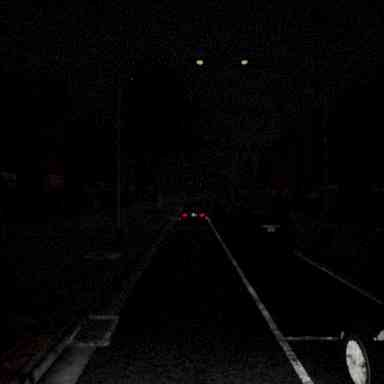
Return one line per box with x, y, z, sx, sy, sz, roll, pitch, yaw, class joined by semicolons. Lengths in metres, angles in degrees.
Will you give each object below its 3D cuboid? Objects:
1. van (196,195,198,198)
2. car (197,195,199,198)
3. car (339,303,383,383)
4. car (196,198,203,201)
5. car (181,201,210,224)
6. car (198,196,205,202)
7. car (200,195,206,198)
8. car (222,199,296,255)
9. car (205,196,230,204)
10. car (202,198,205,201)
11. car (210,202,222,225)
2.651;1.658;85.521;1.690;1.788;3.998;1;0;0;van
2.648;1.817;68.899;1.947;1.339;4.313;1;0;0;car
2.647;1.562;2.409;2.008;1.369;4.403;1;0;0;car
0.100;1.755;41.824;1.895;1.301;4.718;0;0;0;car
0.101;1.643;25.364;2.033;1.411;5.357;0;0;0;car
2.649;1.868;91.232;1.752;1.417;4.829;1;0;0;car
2.651;1.487;46.737;2.192;1.841;5.009;1;0;0;car
2.650;1.368;13.491;2.192;1.841;5.009;1;0;0;car
2.651;1.428;30.114;2.192;1.841;5.009;1;0;0;car
2.648;1.697;41.195;1.887;1.381;4.507;1;0;0;car
2.647;1.659;24.572;1.947;1.339;4.313;1;0;0;car
